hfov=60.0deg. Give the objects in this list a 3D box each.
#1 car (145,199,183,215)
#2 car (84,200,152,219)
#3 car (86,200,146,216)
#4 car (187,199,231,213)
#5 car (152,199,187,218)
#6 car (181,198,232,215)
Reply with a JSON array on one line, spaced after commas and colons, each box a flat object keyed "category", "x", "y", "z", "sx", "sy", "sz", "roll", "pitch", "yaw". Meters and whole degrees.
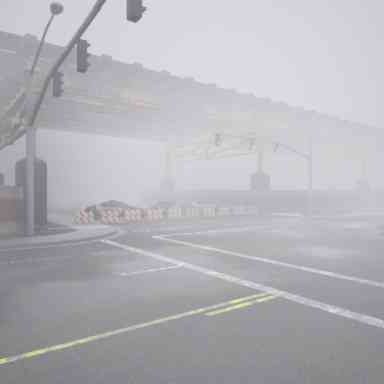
[{"category": "car", "x": -2.446, "y": 1.295, "z": 30.329, "sx": 1.853, "sy": 1.218, "sz": 4.536, "roll": 0, "pitch": 0, "yaw": 18}, {"category": "car", "x": -6.209, "y": 1.453, "z": 27.598, "sx": 4.974, "sy": 1.542, "sz": 2.038, "roll": 0, "pitch": 0, "yaw": 8}, {"category": "car", "x": -6.261, "y": 1.295, "z": 27.605, "sx": 4.536, "sy": 1.218, "sz": 1.853, "roll": 0, "pitch": 0, "yaw": 8}, {"category": "car", "x": 1.400, "y": 1.295, "z": 34.029, "sx": 4.536, "sy": 1.218, "sz": 1.853, "roll": 0, "pitch": 0, "yaw": -7}, {"category": "car", "x": -2.462, "y": 1.453, "z": 30.280, "sx": 2.038, "sy": 1.542, "sz": 4.974, "roll": 0, "pitch": 0, "yaw": 18}, {"category": "car", "x": 1.452, "y": 1.453, "z": 34.036, "sx": 4.974, "sy": 1.542, "sz": 2.038, "roll": 0, "pitch": 0, "yaw": -7}]
